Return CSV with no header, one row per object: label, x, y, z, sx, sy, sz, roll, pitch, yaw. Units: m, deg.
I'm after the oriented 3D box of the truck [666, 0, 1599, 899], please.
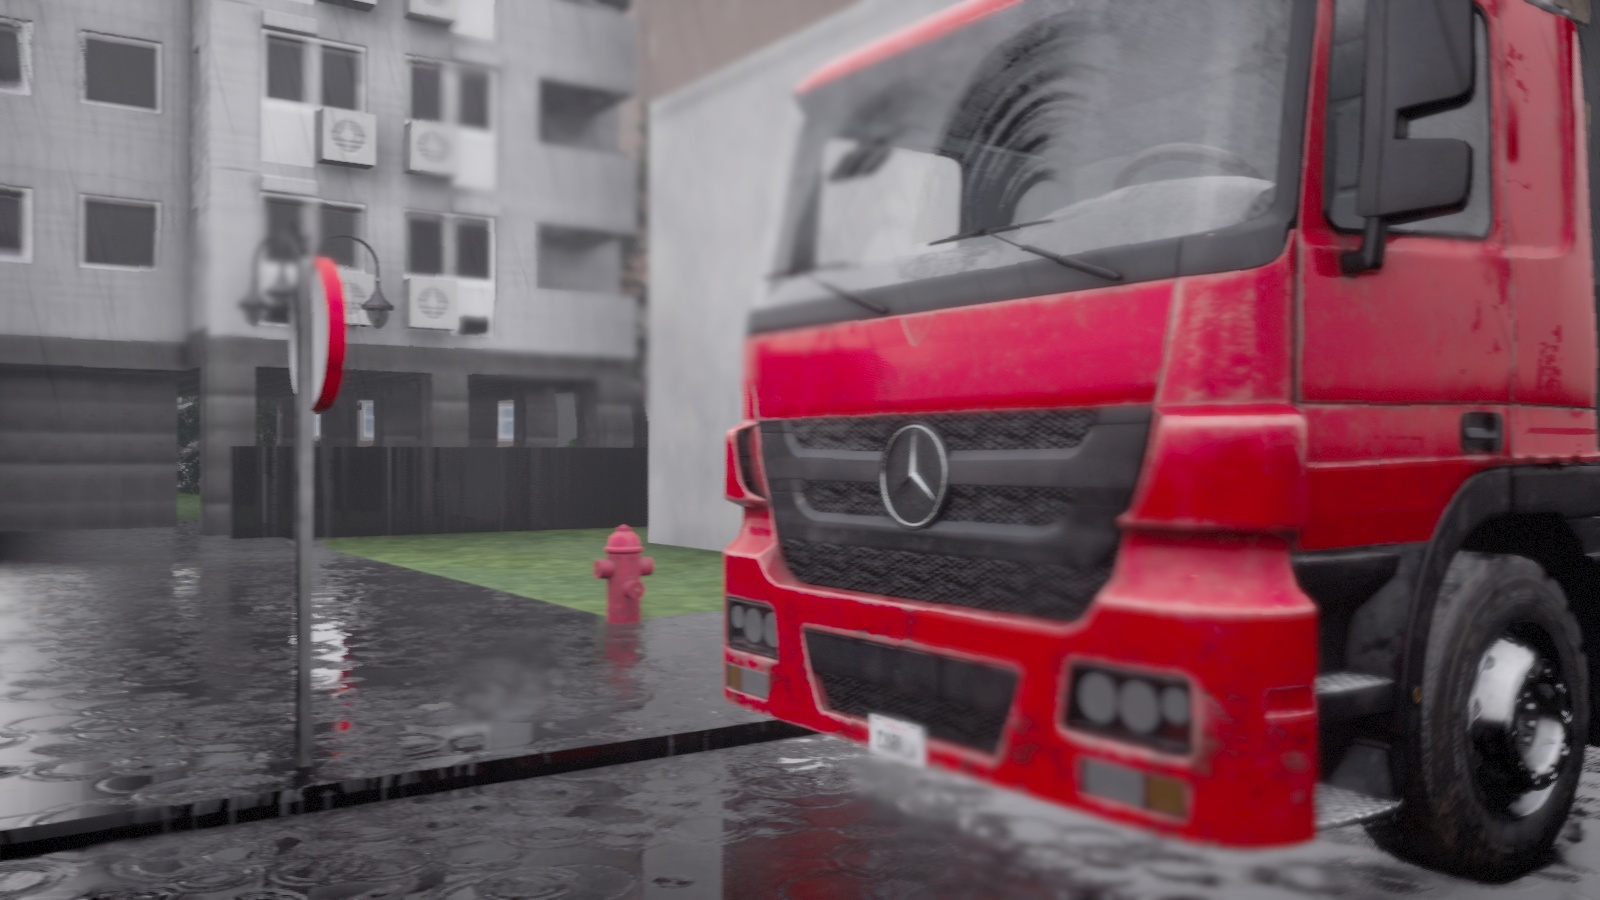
truck,3.485,-0.228,6.700,7.936,3.462,2.891,0,0,-35
